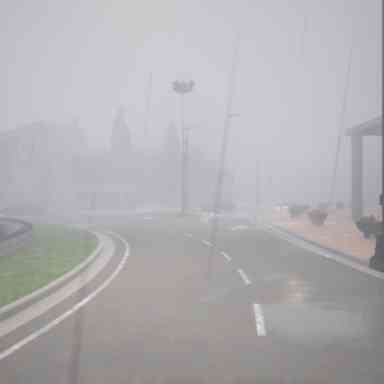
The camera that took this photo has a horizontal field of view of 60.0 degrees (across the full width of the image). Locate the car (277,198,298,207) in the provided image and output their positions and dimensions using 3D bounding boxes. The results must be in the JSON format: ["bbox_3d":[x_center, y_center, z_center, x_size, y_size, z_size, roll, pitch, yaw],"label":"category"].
[{"bbox_3d":[14.765,1.638,51.569,1.994,1.385,4.181,0,0,40],"label":"car"}]

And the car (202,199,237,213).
[{"bbox_3d":[3.202,1.571,38.539,4.892,1.490,1.837,0,0,-45],"label":"car"}]

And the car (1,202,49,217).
[{"bbox_3d":[-16.074,1.643,32.077,4.181,1.385,1.994,0,0,5],"label":"car"}]
